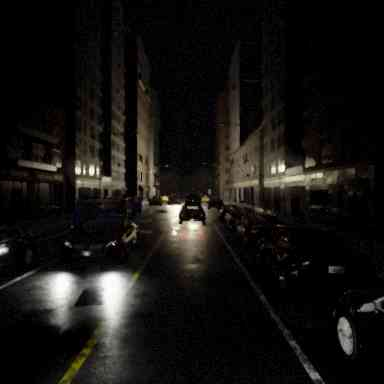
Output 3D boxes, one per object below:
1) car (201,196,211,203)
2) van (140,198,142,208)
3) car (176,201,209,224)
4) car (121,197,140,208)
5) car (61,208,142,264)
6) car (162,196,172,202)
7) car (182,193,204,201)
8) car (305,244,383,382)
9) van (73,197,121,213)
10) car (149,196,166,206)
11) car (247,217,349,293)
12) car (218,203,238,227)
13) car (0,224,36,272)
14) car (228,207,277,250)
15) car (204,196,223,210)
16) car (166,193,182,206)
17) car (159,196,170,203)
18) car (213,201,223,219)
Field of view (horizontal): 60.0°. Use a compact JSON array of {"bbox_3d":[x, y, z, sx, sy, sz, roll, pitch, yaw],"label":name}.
[{"bbox_3d":[2.864,1.521,69.609,1.752,1.417,4.829,0,0,0],"label":"car"},{"bbox_3d":[-5.663,1.345,30.759,1.690,1.788,3.998,0,0,0],"label":"van"},{"bbox_3d":[0.030,1.606,24.562,1.895,1.301,4.718,0,0,1],"label":"car"},{"bbox_3d":[-5.667,1.320,25.234,2.192,1.841,5.009,0,0,0],"label":"car"},{"bbox_3d":[-3.052,1.530,12.013,1.812,1.442,4.674,0,0,0],"label":"car"},{"bbox_3d":[-5.661,1.546,74.966,2.008,1.369,4.403,0,0,0],"label":"car"},{"bbox_3d":[0.095,1.221,45.272,2.150,2.045,5.566,0,0,0],"label":"car"},{"bbox_3d":[2.856,1.552,3.129,2.008,1.369,4.403,0,0,0],"label":"car"},{"bbox_3d":[-5.668,1.346,19.708,1.690,1.788,3.998,0,0,0],"label":"van"},{"bbox_3d":[-5.664,1.437,52.863,1.967,1.590,4.097,0,0,0],"label":"car"},{"bbox_3d":[2.857,1.569,8.655,1.947,1.339,4.313,0,0,0],"label":"car"},{"bbox_3d":[2.859,1.556,19.706,2.008,1.369,4.403,0,0,0],"label":"car"},{"bbox_3d":[-5.669,1.554,8.657,2.008,1.369,4.403,0,0,0],"label":"car"},{"bbox_3d":[2.857,1.549,14.181,1.887,1.381,4.507,0,0,0],"label":"car"},{"bbox_3d":[3.004,1.479,43.267,1.882,1.535,5.008,0,0,0],"label":"car"},{"bbox_3d":[-3.051,1.349,56.054,2.097,1.767,4.553,0,0,0],"label":"car"},{"bbox_3d":[-5.662,1.521,69.271,1.752,1.417,4.829,0,0,0],"label":"car"},{"bbox_3d":[2.859,1.587,25.233,1.802,1.307,4.206,0,0,0],"label":"car"}]
